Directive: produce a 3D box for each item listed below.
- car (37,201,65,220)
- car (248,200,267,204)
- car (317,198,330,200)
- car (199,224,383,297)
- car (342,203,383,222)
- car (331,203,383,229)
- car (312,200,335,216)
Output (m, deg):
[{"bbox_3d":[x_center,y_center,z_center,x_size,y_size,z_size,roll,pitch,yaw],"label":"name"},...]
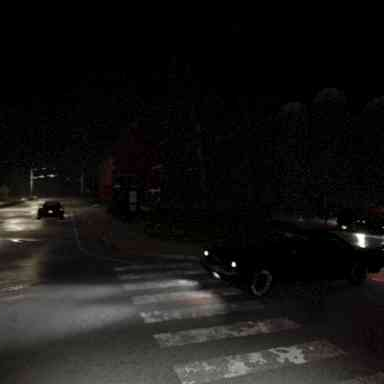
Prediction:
[{"bbox_3d":[-11.578,1.463,27.442,1.994,1.385,4.181,1,0,-21],"label":"car"},{"bbox_3d":[9.573,1.861,48.797,1.816,1.474,4.193,1,0,-21],"label":"car"},{"bbox_3d":[21.919,1.908,54.249,1.905,1.878,3.866,1,0,-21],"label":"car"},{"bbox_3d":[2.615,1.681,8.661,4.718,1.301,1.895,1,0,-22],"label":"car"},{"bbox_3d":[16.618,1.893,31.676,5.008,1.535,1.882,1,0,-34],"label":"car"},{"bbox_3d":[11.388,1.766,22.640,1.882,1.535,5.008,1,0,7],"label":"car"},{"bbox_3d":[15.380,1.936,37.255,1.784,1.438,3.905,1,0,-21],"label":"car"}]
